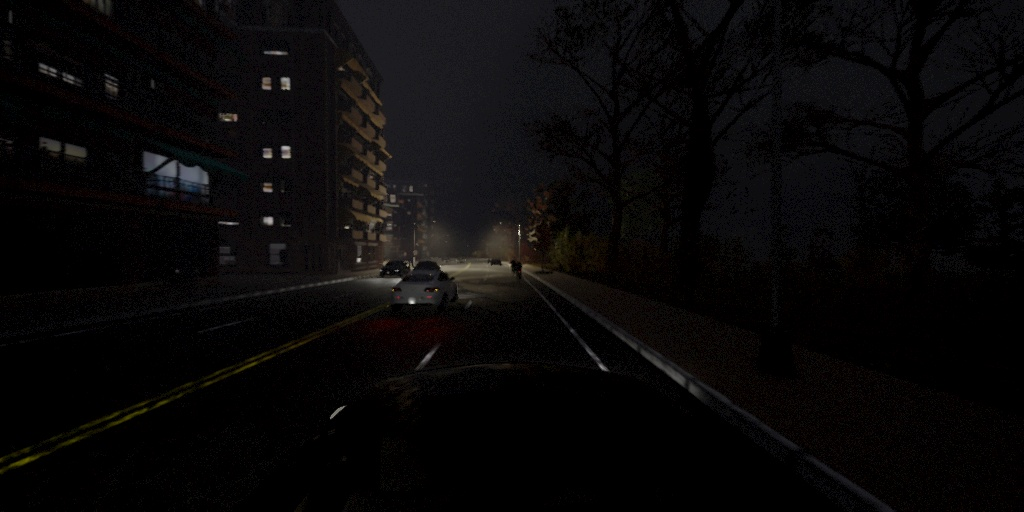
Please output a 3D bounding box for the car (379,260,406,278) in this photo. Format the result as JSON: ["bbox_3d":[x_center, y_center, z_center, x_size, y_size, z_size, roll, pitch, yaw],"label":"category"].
[{"bbox_3d":[-10.555,1.162,32.671,1.837,1.490,4.892,0,0,-2],"label":"car"}]

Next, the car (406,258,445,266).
[{"bbox_3d":[-7.202,1.163,30.267,1.837,1.490,4.892,0,0,-2],"label":"car"}]

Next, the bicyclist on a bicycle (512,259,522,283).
[{"bbox_3d":[0.485,1.110,25.317,0.582,1.620,1.656,0,0,-2],"label":"bicyclist on a bicycle"}]

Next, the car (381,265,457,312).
[{"bbox_3d":[-3.276,1.237,13.931,1.812,1.442,4.674,0,0,-1],"label":"car"}]

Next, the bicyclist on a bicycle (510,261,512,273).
[{"bbox_3d":[0.116,1.074,34.398,0.582,1.620,1.656,0,0,-3],"label":"bicyclist on a bicycle"}]
